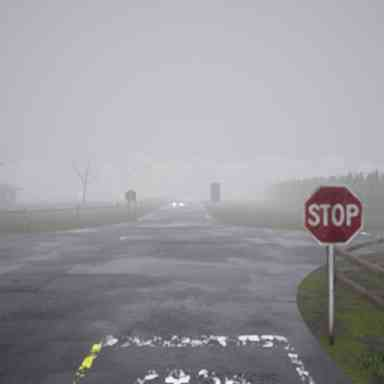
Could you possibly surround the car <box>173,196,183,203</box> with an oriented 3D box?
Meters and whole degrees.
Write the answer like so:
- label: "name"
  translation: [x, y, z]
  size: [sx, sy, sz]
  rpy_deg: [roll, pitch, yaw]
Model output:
- label: "car"
  translation: [-2.697, 1.516, 65.638]
  size: [1.895, 1.301, 4.718]
  rpy_deg: [0, 0, 0]
